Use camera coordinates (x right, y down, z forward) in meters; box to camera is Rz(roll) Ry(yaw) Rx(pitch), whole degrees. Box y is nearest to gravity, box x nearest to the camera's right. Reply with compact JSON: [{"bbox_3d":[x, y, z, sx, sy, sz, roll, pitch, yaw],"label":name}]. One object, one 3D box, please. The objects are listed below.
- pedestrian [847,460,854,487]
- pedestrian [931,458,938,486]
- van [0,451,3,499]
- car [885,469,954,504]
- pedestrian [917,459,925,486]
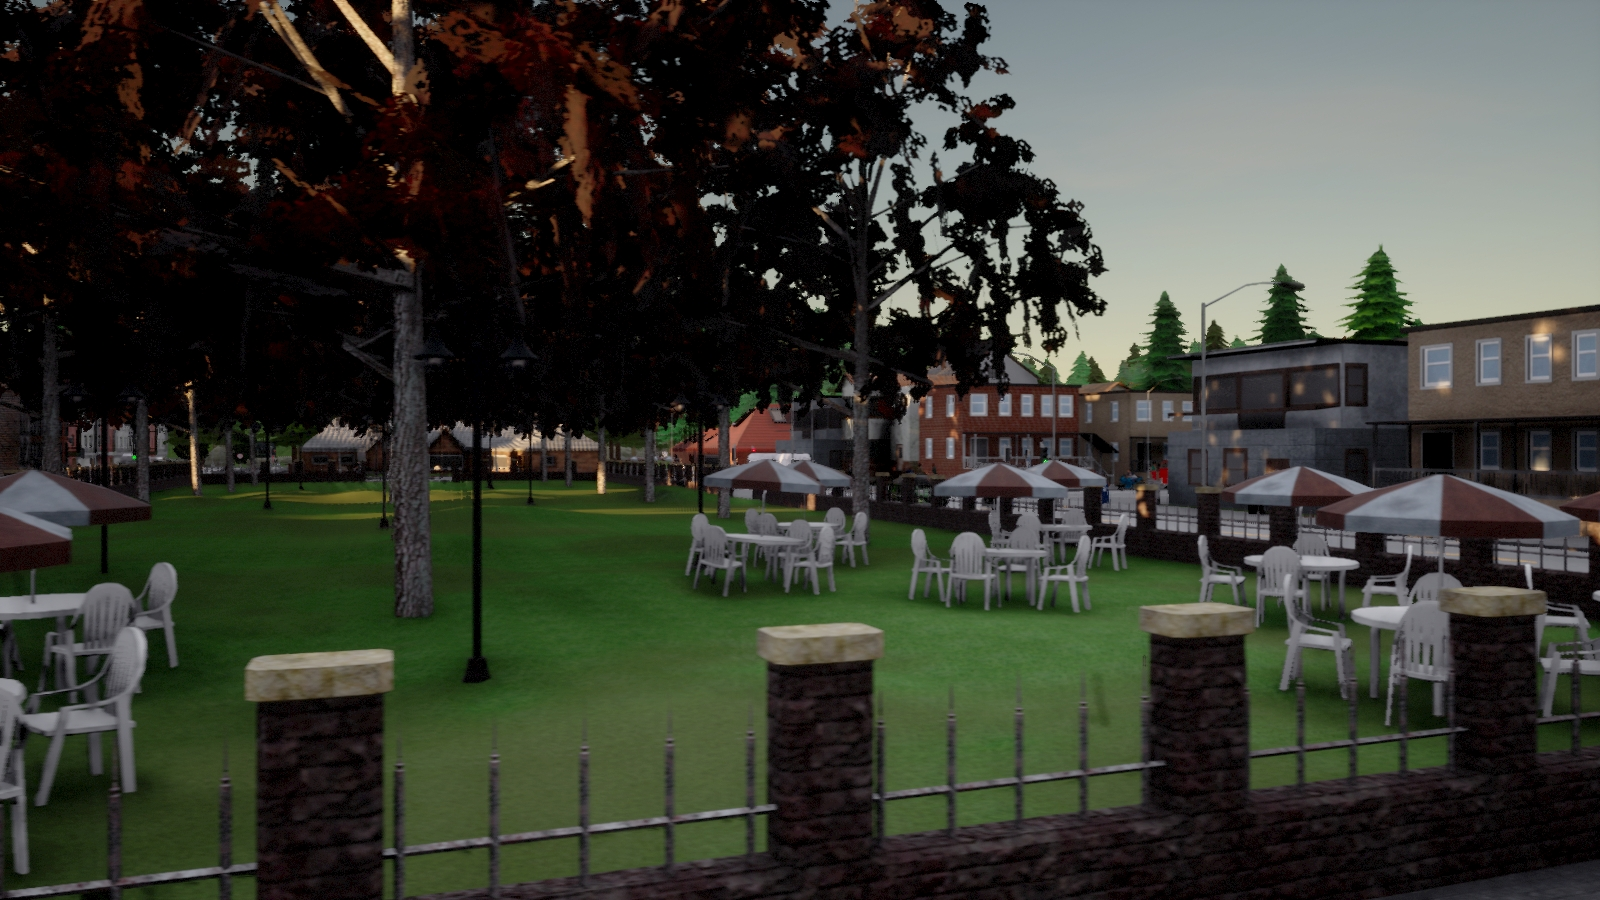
[{"bbox_3d":[3.493,1.628,78.989,0.375,1.860,0.375,0,0,43],"label":"pedestrian"},{"bbox_3d":[9.259,1.516,78.613,0.375,1.860,0.375,0,0,-3],"label":"pedestrian"},{"bbox_3d":[-43.042,1.313,58.663,1.988,2.561,5.915,0,0,-20],"label":"van"},{"bbox_3d":[5.875,1.779,56.707,1.851,1.617,3.988,0,0,-20],"label":"car"},{"bbox_3d":[8.153,1.518,77.019,0.375,1.860,0.375,0,0,-16],"label":"pedestrian"}]
